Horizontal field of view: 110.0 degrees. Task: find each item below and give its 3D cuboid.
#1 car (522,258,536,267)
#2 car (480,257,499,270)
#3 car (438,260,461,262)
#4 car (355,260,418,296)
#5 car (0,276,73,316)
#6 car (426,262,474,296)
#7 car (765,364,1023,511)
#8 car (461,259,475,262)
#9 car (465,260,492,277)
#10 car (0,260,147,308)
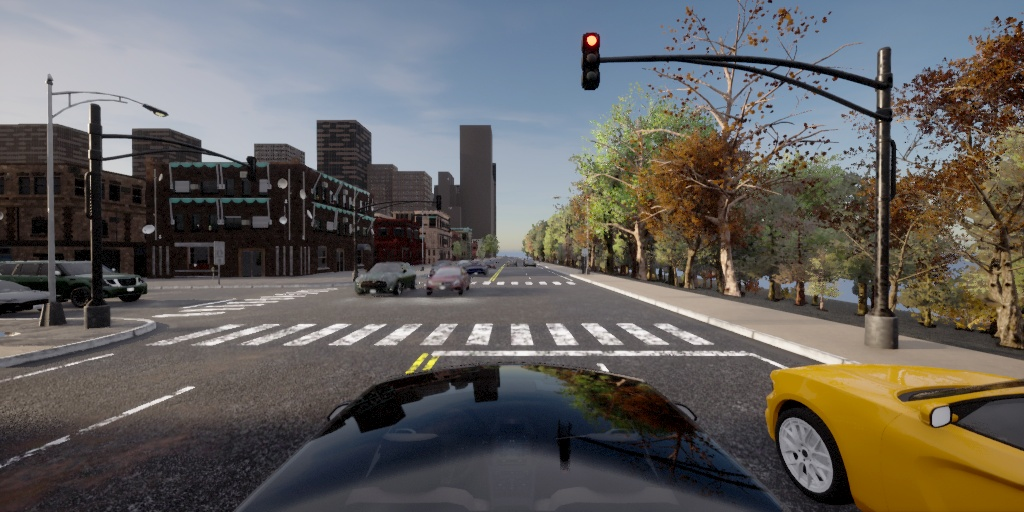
[{"bbox_3d":[3.272,1.290,64.483,1.994,1.385,4.181,0,0,1],"label":"car"},{"bbox_3d":[-3.399,1.296,52.834,1.994,1.385,4.181,0,0,0],"label":"car"},{"bbox_3d":[-6.637,1.231,35.122,2.128,1.511,4.902,0,0,0],"label":"car"},{"bbox_3d":[-6.619,1.098,19.304,2.097,1.767,4.553,0,0,0],"label":"car"},{"bbox_3d":[-19.960,1.565,13.482,4.313,1.339,1.948,0,0,0],"label":"car"},{"bbox_3d":[-3.371,1.271,19.658,1.812,1.442,4.674,0,0,0],"label":"car"},{"bbox_3d":[3.351,1.228,1.378,1.882,1.535,5.008,0,0,0],"label":"car"},{"bbox_3d":[-6.649,1.259,50.331,1.812,1.442,4.674,0,0,0],"label":"car"},{"bbox_3d":[-3.389,1.340,35.884,1.895,1.301,4.718,0,0,0],"label":"car"},{"bbox_3d":[-20.012,1.194,16.183,5.566,2.045,2.150,-1,1,0],"label":"car"}]
